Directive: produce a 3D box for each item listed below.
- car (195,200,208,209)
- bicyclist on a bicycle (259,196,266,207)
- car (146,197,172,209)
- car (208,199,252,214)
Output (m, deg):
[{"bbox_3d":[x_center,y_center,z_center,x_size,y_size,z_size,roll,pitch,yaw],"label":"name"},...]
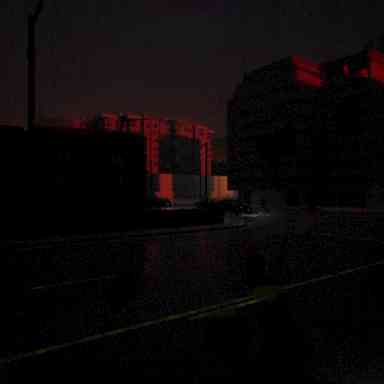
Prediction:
[{"bbox_3d":[2.462,1.600,43.318,1.895,1.301,4.718,0,0,-37],"label":"car"},{"bbox_3d":[9.718,1.303,45.827,1.656,1.620,0.582,0,0,-37],"label":"bicyclist on a bicycle"},{"bbox_3d":[-4.685,1.491,46.564,2.128,1.511,4.902,0,0,-37],"label":"car"},{"bbox_3d":[4.209,1.526,34.960,1.812,1.442,4.674,0,0,-37],"label":"car"}]
